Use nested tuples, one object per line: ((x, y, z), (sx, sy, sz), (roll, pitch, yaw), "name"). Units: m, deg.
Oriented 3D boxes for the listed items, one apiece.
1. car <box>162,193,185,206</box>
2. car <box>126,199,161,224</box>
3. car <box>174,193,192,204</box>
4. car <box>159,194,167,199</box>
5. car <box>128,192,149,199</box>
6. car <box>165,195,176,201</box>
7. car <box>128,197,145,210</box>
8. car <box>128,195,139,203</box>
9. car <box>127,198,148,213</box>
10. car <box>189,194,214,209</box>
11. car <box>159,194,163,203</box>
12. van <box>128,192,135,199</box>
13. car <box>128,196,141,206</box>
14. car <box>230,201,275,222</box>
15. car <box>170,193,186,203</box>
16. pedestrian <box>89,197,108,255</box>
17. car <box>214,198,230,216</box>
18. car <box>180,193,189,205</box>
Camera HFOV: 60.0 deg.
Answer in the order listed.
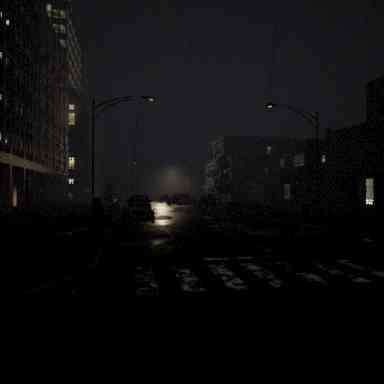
((-2.848, 1.342, 50.256), (2.033, 1.411, 5.357), (0, 0, -11), "car")
((-3.542, 1.422, 23.384), (2.008, 1.369, 4.403), (1, 0, -11), "car")
((-1.627, 1.097, 57.591), (2.192, 1.841, 5.009), (1, 0, -11), "car")
((-7.945, 1.245, 90.207), (1.802, 1.307, 4.206), (1, 0, -11), "car")
((-4.592, 1.162, 28.819), (2.192, 1.841, 5.009), (1, 0, -11), "car")
((-4.787, 1.286, 73.899), (1.947, 1.339, 4.313), (1, 0, -11), "car")
((-6.699, 1.346, 39.692), (1.887, 1.381, 4.507), (1, 0, -11), "car")
((-10.910, 1.281, 61.436), (1.947, 1.339, 4.313), (1, 0, -11), "car")
((-5.647, 1.375, 34.256), (2.008, 1.369, 4.403), (1, 0, -11), "car")
((1.531, 1.162, 41.282), (2.192, 1.841, 5.009), (1, 0, -11), "car")
((-4.963, 1.257, 61.179), (1.837, 1.490, 4.892), (0, 0, -11), "car")
((-16.171, 0.958, 88.615), (1.690, 1.788, 3.998), (1, 0, -11), "van")
((-8.772, 1.283, 50.397), (1.752, 1.417, 4.829), (1, 0, -11), "car")
((4.654, 1.442, 25.141), (1.752, 1.417, 4.829), (1, 0, -11), "car")
((-2.679, 1.076, 63.026), (2.192, 1.841, 5.009), (1, 0, -11), "car")
((-2.976, 1.056, 10.569), (0.375, 1.860, 0.375), (1, 0, -11), "pedestrian")
((3.634, 1.475, 30.411), (1.802, 1.307, 4.206), (1, 0, -11), "car")
((-0.609, 1.328, 52.322), (1.752, 1.417, 4.829), (1, 0, -11), "car")
